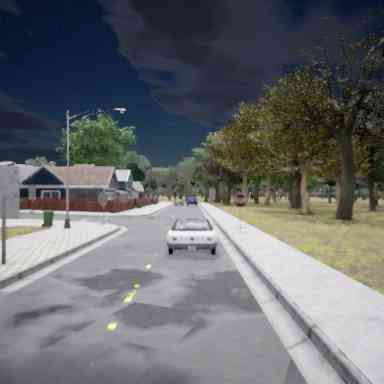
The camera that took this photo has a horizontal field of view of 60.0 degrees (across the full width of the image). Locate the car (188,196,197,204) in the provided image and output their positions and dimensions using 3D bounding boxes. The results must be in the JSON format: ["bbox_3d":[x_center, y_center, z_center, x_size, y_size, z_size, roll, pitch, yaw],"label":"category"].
[{"bbox_3d":[0.018,1.913,83.687,2.150,2.045,5.566,0,-1,-2],"label":"car"}]

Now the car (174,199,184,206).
[{"bbox_3d":[-2.731,2.226,70.130,1.812,1.442,4.674,0,-1,0],"label":"car"}]

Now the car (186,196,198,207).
[{"bbox_3d":[0.020,1.893,67.967,2.150,2.045,5.566,0,-1,0],"label":"car"}]

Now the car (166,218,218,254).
[{"bbox_3d":[0.006,1.734,14.118,1.895,1.301,4.718,0,0,0],"label":"car"}]
